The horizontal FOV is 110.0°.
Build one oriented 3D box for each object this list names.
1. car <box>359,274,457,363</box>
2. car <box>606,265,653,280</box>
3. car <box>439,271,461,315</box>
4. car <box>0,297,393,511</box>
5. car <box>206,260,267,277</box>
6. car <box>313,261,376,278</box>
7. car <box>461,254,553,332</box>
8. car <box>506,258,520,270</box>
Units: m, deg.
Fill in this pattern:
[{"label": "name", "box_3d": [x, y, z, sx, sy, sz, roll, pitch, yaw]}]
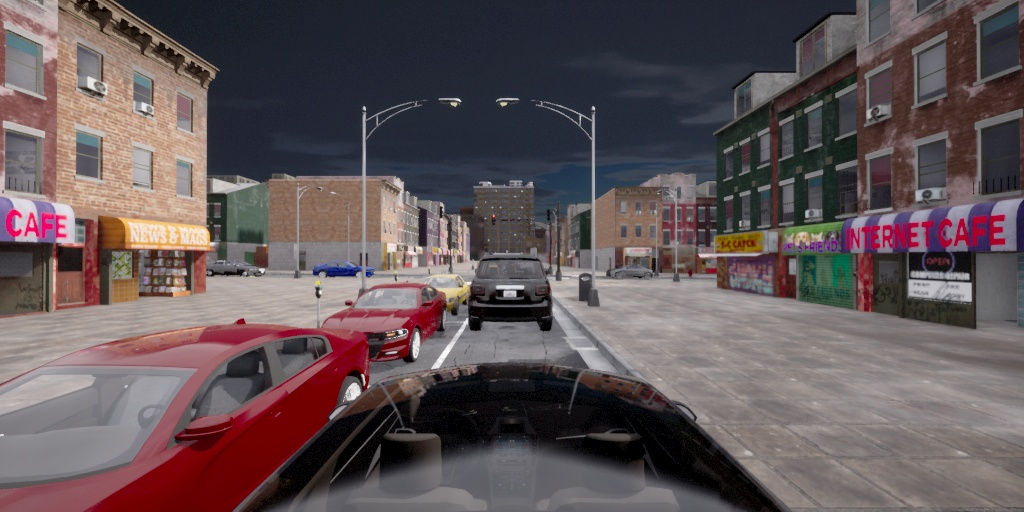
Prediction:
[{"label": "car", "box_3d": [-2.630, 1.298, 8.210, 1.888, 1.381, 4.507, 0, 0, 0]}, {"label": "car", "box_3d": [11.063, 1.487, 33.861, 4.181, 1.385, 1.994, 1, 0, -1]}, {"label": "car", "box_3d": [-2.625, 1.282, 13.533, 1.751, 1.417, 4.829, 0, 0, 0]}, {"label": "car", "box_3d": [-2.636, 1.295, 2.715, 1.888, 1.381, 4.507, 0, 0, 0]}, {"label": "car", "box_3d": [-23.854, 1.102, 30.767, 4.902, 1.511, 2.128, 0, 0, 0]}, {"label": "car", "box_3d": [-14.355, 1.155, 30.803, 5.008, 1.535, 1.882, 0, 0, -1]}, {"label": "car", "box_3d": [-0.019, 0.976, 11.026, 2.150, 2.045, 5.566, 0, 0, 1]}, {"label": "car", "box_3d": [0.142, 1.186, 54.919, 2.097, 1.767, 4.553, 0, 0, 0]}]
